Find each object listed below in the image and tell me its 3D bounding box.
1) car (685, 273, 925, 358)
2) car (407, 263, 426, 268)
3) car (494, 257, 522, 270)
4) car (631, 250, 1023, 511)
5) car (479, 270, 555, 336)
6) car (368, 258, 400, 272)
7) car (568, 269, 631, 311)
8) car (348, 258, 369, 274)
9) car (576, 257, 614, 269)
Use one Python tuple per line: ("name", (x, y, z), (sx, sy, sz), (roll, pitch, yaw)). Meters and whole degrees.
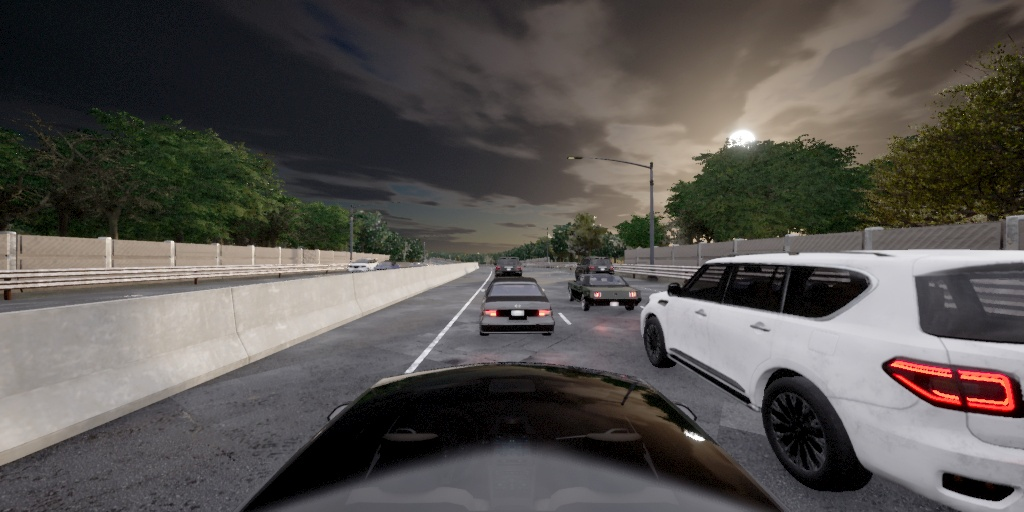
("car", (7.052, 1.300, 9.722), (2.033, 1.411, 5.357), (0, 0, -2))
("car", (-11.469, 1.542, 43.495), (2.128, 1.511, 4.902), (0, -1, -2))
("car", (-0.313, 1.117, 29.448), (2.150, 2.045, 5.566), (0, -1, -1))
("car", (3.570, 0.971, 4.680), (2.150, 2.045, 5.566), (0, 0, 1))
("car", (0.053, 1.300, 10.355), (2.033, 1.411, 5.357), (0, 0, -2))
("car", (-14.944, 1.395, 42.719), (2.097, 1.767, 4.553), (0, -1, -2))
("car", (3.484, 1.365, 14.502), (1.895, 1.301, 4.718), (0, 0, -1))
("car", (-18.535, 1.293, 45.093), (2.150, 2.045, 5.566), (0, -1, -2))
("car", (6.689, 1.115, 29.420), (2.150, 2.045, 5.566), (0, -1, -1))
